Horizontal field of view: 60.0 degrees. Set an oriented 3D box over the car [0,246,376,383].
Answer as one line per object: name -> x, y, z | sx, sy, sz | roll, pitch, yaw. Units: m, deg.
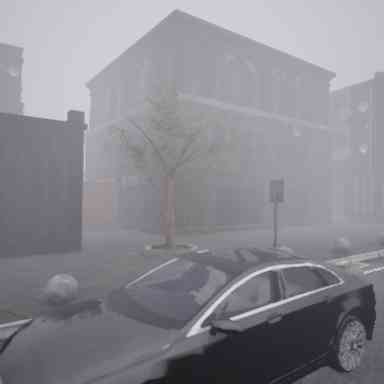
car -> 0.359, 1.509, 4.093 | 4.902, 1.511, 2.128 | 0, 0, -35
